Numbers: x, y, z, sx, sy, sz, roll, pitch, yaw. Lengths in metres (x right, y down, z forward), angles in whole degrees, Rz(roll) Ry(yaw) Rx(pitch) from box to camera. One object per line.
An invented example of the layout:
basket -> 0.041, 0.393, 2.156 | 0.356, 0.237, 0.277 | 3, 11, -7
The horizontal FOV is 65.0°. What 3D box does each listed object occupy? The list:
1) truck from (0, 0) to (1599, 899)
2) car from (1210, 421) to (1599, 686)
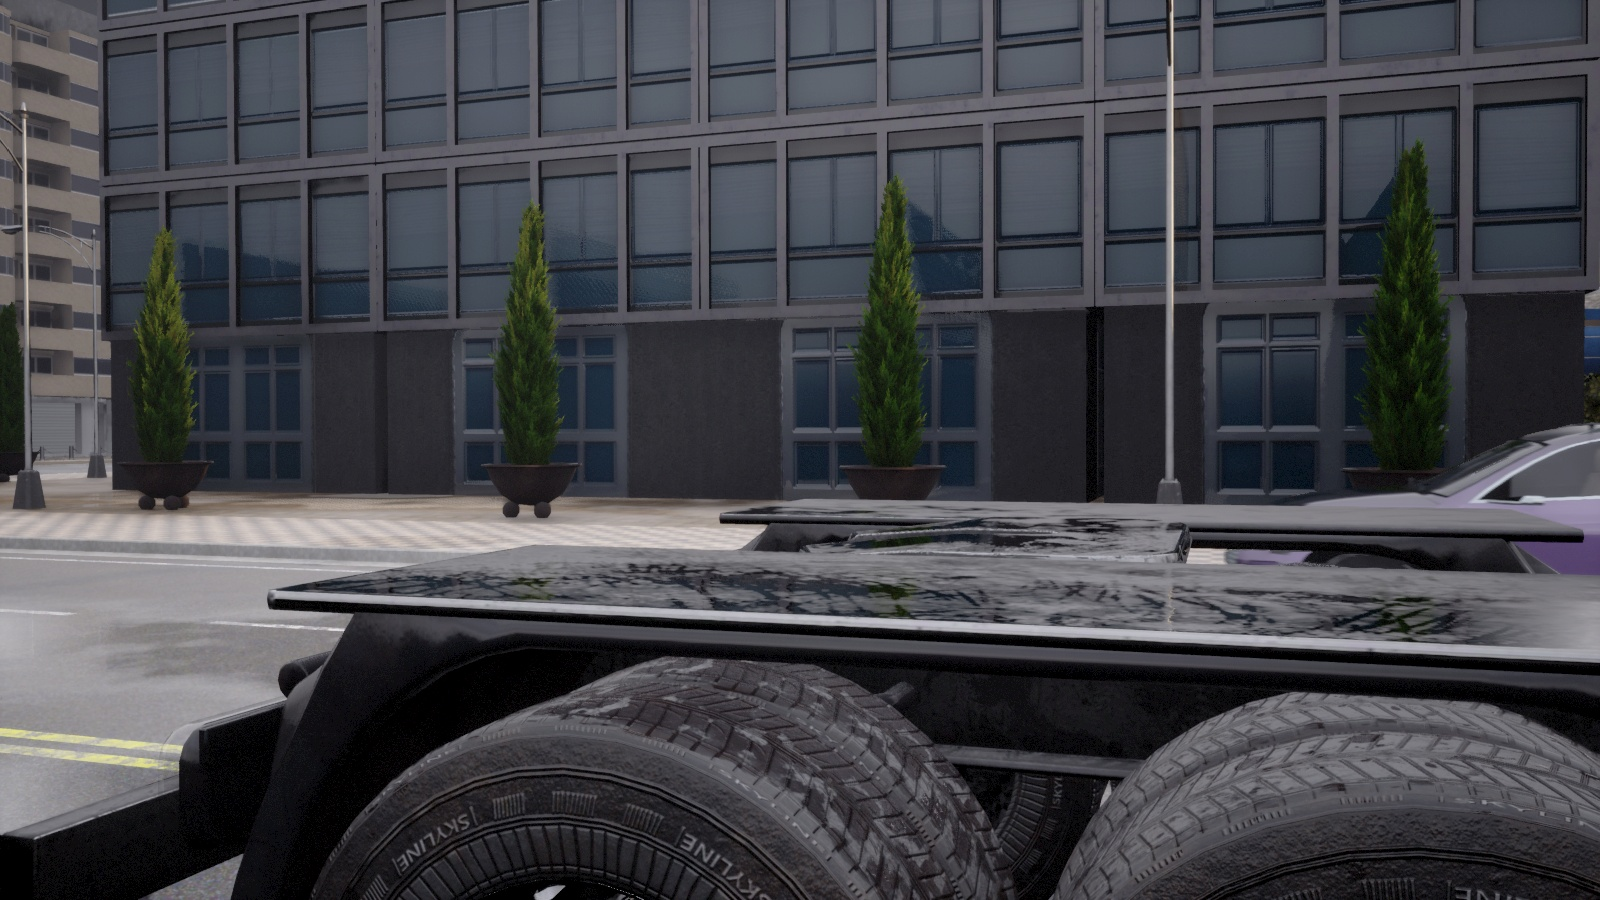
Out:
truck -> 2.642, -0.182, 2.289 | 7.936, 3.462, 2.891 | 1, 1, 19
car -> 5.427, 0.637, 8.750 | 4.856, 1.649, 2.033 | 1, 1, 19
